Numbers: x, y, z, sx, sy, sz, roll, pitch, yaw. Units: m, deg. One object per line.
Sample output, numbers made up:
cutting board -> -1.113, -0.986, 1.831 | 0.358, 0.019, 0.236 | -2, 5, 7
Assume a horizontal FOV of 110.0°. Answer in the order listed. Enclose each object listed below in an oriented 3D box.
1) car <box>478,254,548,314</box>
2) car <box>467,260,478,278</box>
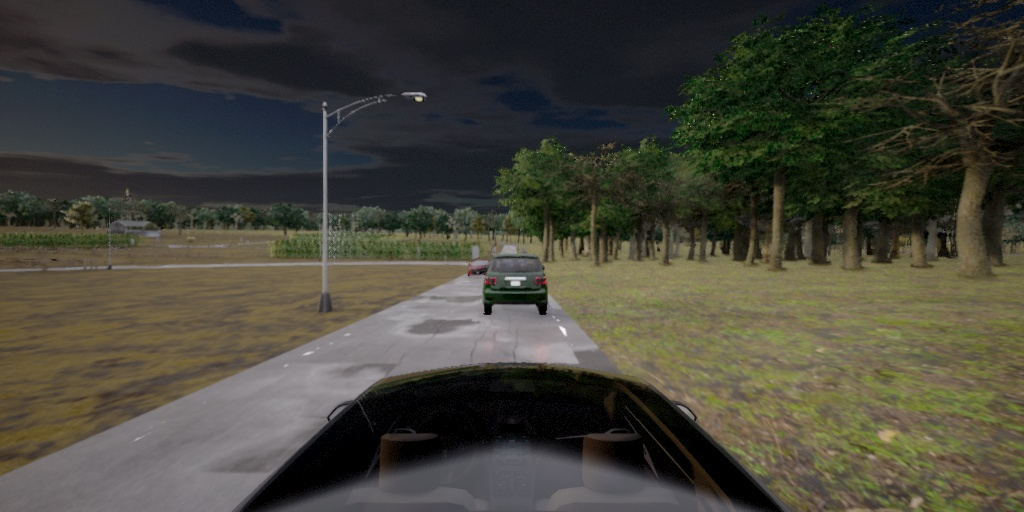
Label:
car -> 0.107, 0.931, 13.712 | 2.150, 2.045, 5.566 | 0, 0, 0
car -> -2.849, 1.076, 32.190 | 1.882, 1.535, 5.008 | 0, 0, 0
